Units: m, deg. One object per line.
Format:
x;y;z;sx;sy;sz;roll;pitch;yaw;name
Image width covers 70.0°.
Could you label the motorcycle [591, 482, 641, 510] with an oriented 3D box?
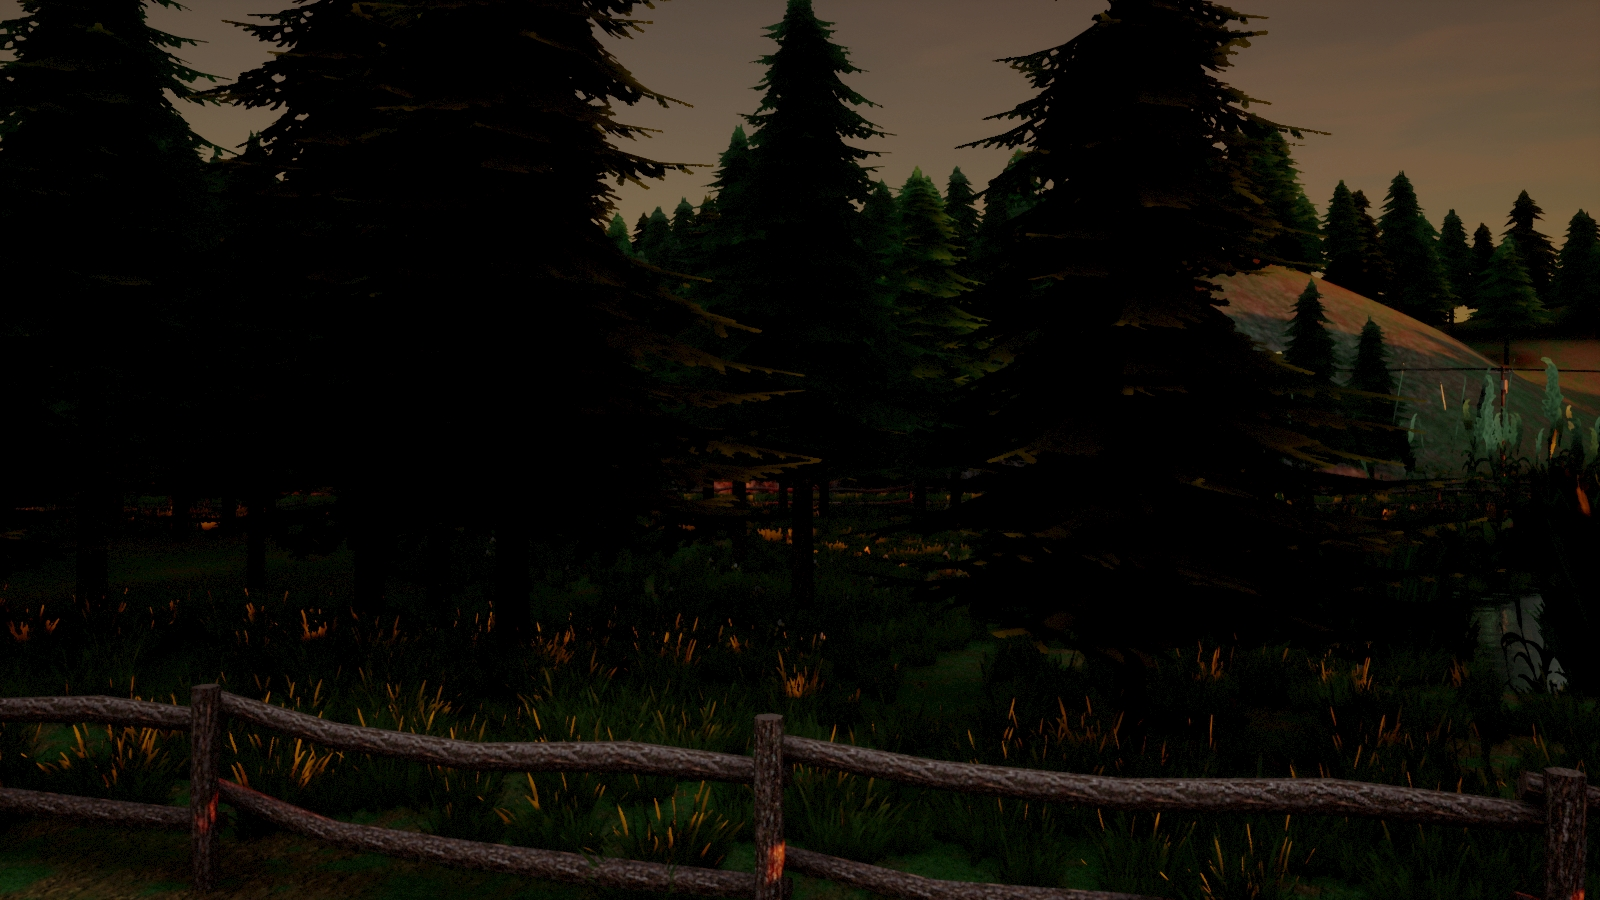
-8.716;2.178;54.116;2.209;1.251;0.867;0;0;14;motorcycle
